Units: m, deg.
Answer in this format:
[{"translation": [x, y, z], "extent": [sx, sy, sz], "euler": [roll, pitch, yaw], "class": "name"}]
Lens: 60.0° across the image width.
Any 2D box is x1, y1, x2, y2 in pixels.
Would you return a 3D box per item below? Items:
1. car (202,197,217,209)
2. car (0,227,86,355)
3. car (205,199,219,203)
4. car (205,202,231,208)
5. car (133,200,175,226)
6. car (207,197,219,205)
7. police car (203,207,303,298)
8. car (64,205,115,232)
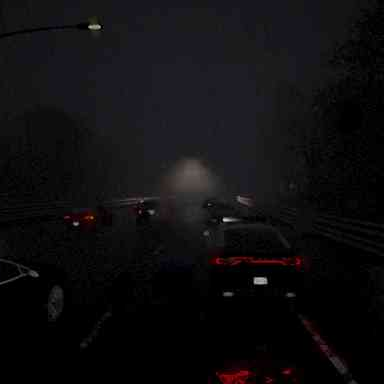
[{"translation": [2.448, 1.592, 45.156], "extent": [1.994, 1.385, 4.181], "euler": [0, 0, 6], "class": "car"}, {"translation": [-3.233, 1.491, 4.127], "extent": [2.128, 1.511, 4.902], "euler": [0, 0, 2], "class": "car"}, {"translation": [2.063, 1.514, 24.361], "extent": [1.837, 1.490, 4.892], "euler": [0, 0, 3], "class": "car"}, {"translation": [1.756, 1.531, 18.444], "extent": [1.812, 1.442, 4.674], "euler": [0, 0, 3], "class": "car"}, {"translation": [-2.424, 1.359, 23.364], "extent": [2.097, 1.767, 4.553], "euler": [0, 0, 3], "class": "car"}, {"translation": [3.866, 1.598, 60.716], "extent": [2.033, 1.411, 5.357], "euler": [0, 0, 6], "class": "car"}, {"translation": [1.348, 1.426, 8.687], "extent": [1.930, 1.638, 5.238], "euler": [0, 0, 2], "class": "police car"}, {"translation": [-6.098, 1.531, 20.125], "extent": [1.812, 1.442, 4.674], "euler": [0, 0, 3], "class": "car"}]
